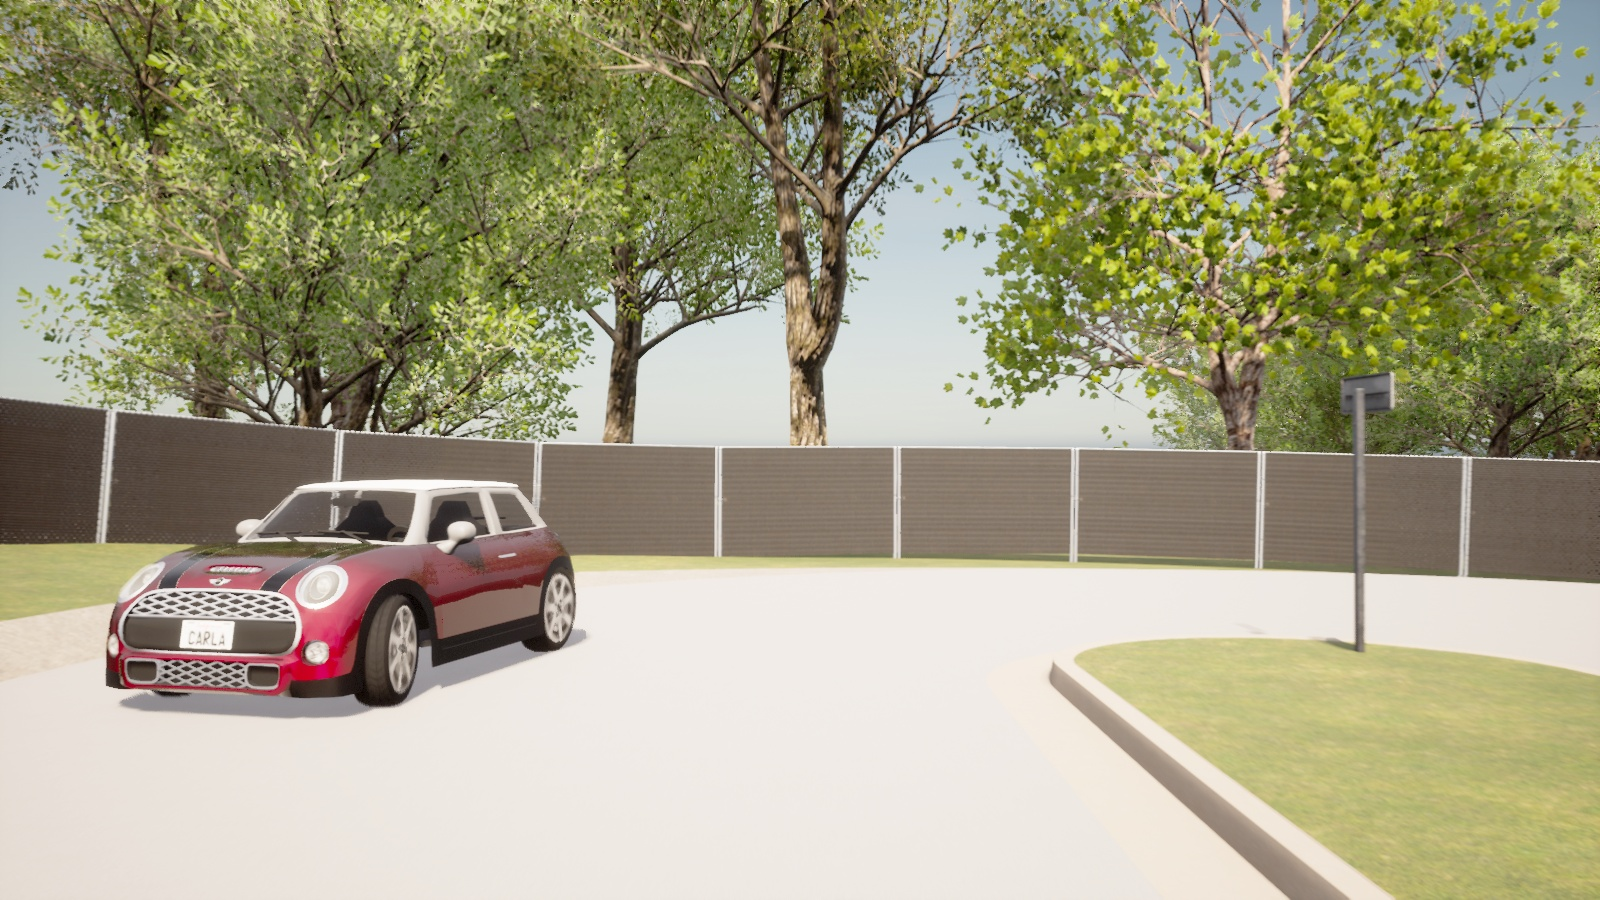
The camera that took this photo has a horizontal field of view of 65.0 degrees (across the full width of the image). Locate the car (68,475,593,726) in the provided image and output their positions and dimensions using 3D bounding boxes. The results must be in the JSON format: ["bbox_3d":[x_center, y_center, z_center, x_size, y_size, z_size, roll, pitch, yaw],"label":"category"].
[{"bbox_3d":[-3.272,0.956,9.642,1.970,1.475,3.806,-1,-1,14],"label":"car"}]
